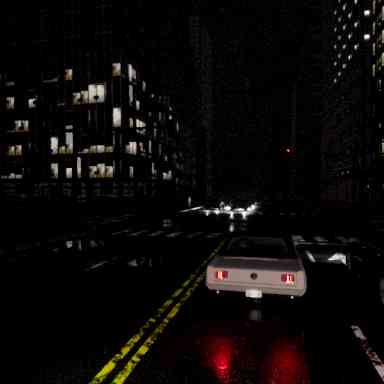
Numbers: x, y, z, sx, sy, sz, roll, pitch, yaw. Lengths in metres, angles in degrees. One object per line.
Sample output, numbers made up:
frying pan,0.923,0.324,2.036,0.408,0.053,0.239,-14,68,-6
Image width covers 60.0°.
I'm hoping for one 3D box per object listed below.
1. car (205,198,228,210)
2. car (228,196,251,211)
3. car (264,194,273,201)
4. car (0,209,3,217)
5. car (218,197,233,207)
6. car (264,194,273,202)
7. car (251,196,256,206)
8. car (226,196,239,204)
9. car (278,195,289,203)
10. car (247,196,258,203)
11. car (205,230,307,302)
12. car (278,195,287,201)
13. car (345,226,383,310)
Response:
car,3.062,1.522,43.159,2.033,1.411,5.357,0,0,13
car,5.834,1.502,40.721,1.812,1.442,4.674,0,0,13
car,18.588,1.283,80.533,2.128,1.511,4.902,0,0,13
car,-17.366,1.434,26.630,4.313,1.339,1.947,1,1,14
car,5.378,1.566,53.029,1.895,1.301,4.718,0,0,13
car,16.317,1.528,70.825,1.895,1.301,4.718,0,0,13
car,7.942,1.459,49.725,2.128,1.511,4.902,0,0,13
car,7.795,1.458,63.162,1.837,1.490,4.892,0,0,14
car,19.380,1.472,69.648,2.033,1.411,5.357,0,0,13
car,12.723,1.483,69.732,2.033,1.411,5.357,0,0,13
car,1.688,1.597,8.327,1.895,1.301,4.718,0,0,14
car,21.760,1.353,79.821,1.895,1.301,4.718,0,0,13
car,4.819,1.501,7.429,1.837,1.490,4.892,0,0,13
